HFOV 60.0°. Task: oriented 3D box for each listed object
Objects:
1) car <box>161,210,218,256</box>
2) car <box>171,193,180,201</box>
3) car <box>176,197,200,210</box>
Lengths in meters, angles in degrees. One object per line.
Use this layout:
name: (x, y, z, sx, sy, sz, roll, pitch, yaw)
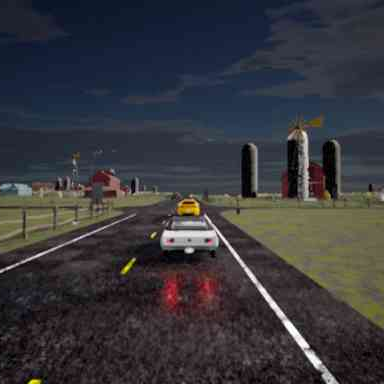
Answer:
car: (-0.107, 1.602, 12.999, 1.895, 1.301, 4.718, 0, 0, -1)
car: (-4.647, 1.381, 93.387, 2.150, 2.045, 5.566, 0, 0, -1)
car: (-0.289, 1.492, 31.365, 1.882, 1.535, 5.008, 0, 0, 1)
